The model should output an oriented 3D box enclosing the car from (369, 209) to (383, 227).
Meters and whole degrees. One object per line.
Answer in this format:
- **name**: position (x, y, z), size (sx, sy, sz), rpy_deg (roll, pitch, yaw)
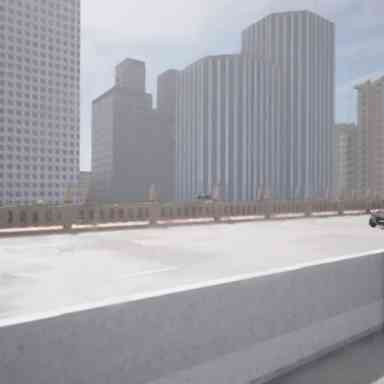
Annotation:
- **car**: position (13.744, 1.700, 22.394), size (4.181, 1.385, 1.994), rpy_deg (0, 0, -35)
